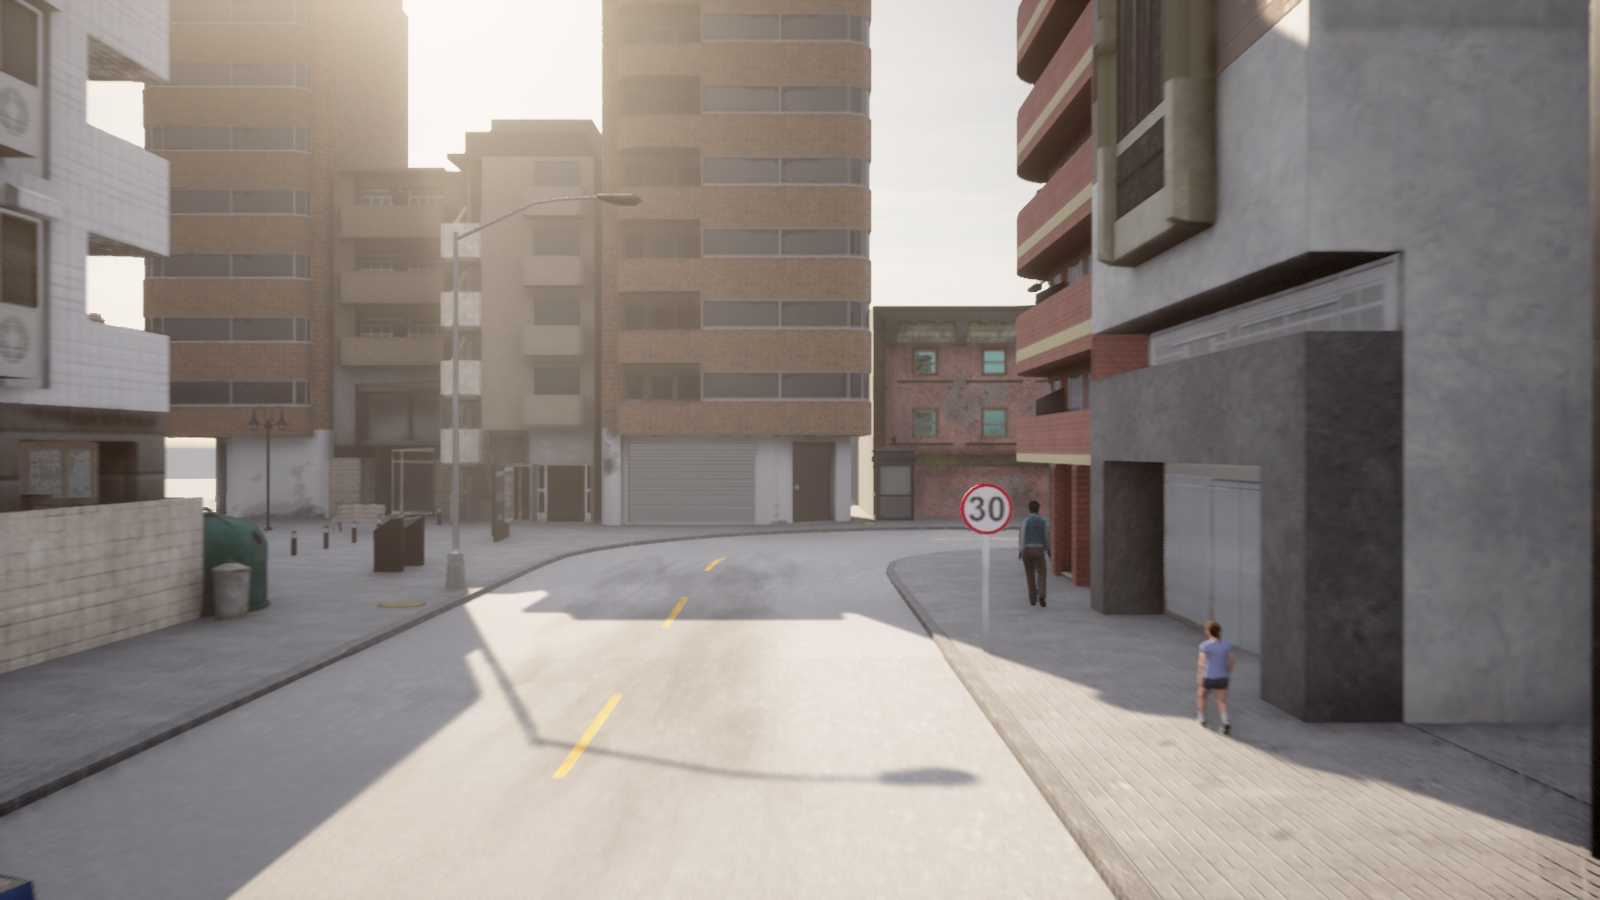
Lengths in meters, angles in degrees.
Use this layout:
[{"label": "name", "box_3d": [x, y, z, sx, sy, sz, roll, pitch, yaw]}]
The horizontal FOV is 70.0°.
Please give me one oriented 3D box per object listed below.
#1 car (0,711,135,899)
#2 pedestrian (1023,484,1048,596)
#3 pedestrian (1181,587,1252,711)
[{"label": "car", "box_3d": [-4.002, 1.885, 2.470, 2.033, 1.411, 5.357, 0, 0, 0]}, {"label": "pedestrian", "box_3d": [3.997, 1.518, 19.411, 0.375, 1.860, 0.375, 0, 0, 4]}, {"label": "pedestrian", "box_3d": [3.985, 1.899, 10.955, 0.500, 1.100, 0.500, 0, 0, 0]}]
